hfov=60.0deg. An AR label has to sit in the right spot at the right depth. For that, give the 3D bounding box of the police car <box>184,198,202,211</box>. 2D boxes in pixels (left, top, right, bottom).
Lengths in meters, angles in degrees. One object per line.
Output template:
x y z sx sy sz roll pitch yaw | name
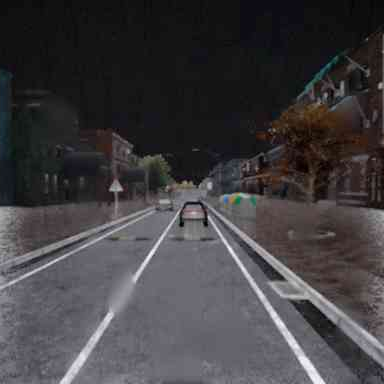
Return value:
0.127 1.535 42.109 2.038 1.542 4.974 0 0 0 | police car

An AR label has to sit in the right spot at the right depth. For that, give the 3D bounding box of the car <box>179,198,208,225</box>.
0.114 1.452 24.004 2.033 1.649 4.856 0 0 0 | car

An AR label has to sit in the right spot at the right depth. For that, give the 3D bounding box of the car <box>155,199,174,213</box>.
-3.067 1.550 37.992 1.812 1.442 4.674 0 0 0 | car
